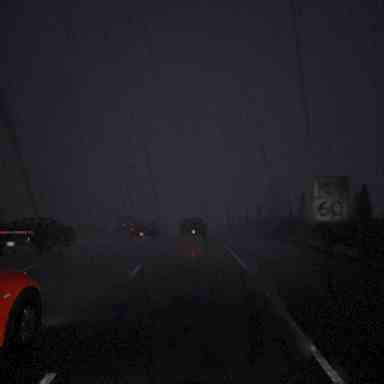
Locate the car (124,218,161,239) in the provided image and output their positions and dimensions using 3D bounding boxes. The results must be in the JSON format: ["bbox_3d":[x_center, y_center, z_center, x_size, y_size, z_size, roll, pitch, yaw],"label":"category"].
[{"bbox_3d":[-3.397,2.778,24.640,1.895,1.301,4.718,0,-6,0],"label":"car"}]

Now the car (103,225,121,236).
[{"bbox_3d":[-13.990,6.772,58.496,2.097,1.767,4.553,0,-7,0],"label":"car"}]

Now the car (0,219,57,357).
[{"bbox_3d":[-3.400,1.367,3.389,2.097,1.767,4.553,0,-1,0],"label":"car"}]

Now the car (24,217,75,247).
[{"bbox_3d":[-6.898,1.913,15.139,2.128,1.511,4.902,0,-3,0],"label":"car"}]

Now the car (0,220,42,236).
[{"bbox_3d":[-17.563,3.774,34.080,2.128,1.511,4.902,0,-7,0],"label":"car"}]

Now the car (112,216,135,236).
[{"bbox_3d":[-6.895,3.774,36.248,2.150,2.045,5.566,0,-7,0],"label":"car"}]

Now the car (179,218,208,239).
[{"bbox_3d":[0.103,2.715,25.013,1.837,1.490,4.892,0,-6,0],"label":"car"}]

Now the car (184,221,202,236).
[{"bbox_3d":[0.107,4.683,42.393,2.097,1.767,4.553,0,-7,0],"label":"car"}]
